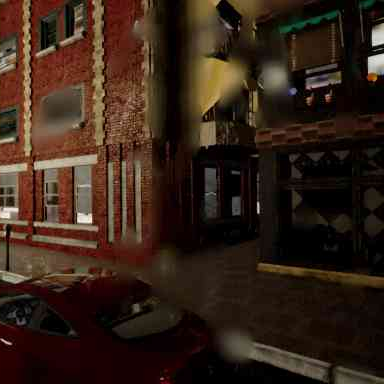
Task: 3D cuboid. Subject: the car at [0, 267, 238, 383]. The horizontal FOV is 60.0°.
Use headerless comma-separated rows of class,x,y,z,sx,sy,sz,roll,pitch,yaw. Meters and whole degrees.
car,-1.501,1.583,3.923,4.206,1.307,1.802,0,-1,36
